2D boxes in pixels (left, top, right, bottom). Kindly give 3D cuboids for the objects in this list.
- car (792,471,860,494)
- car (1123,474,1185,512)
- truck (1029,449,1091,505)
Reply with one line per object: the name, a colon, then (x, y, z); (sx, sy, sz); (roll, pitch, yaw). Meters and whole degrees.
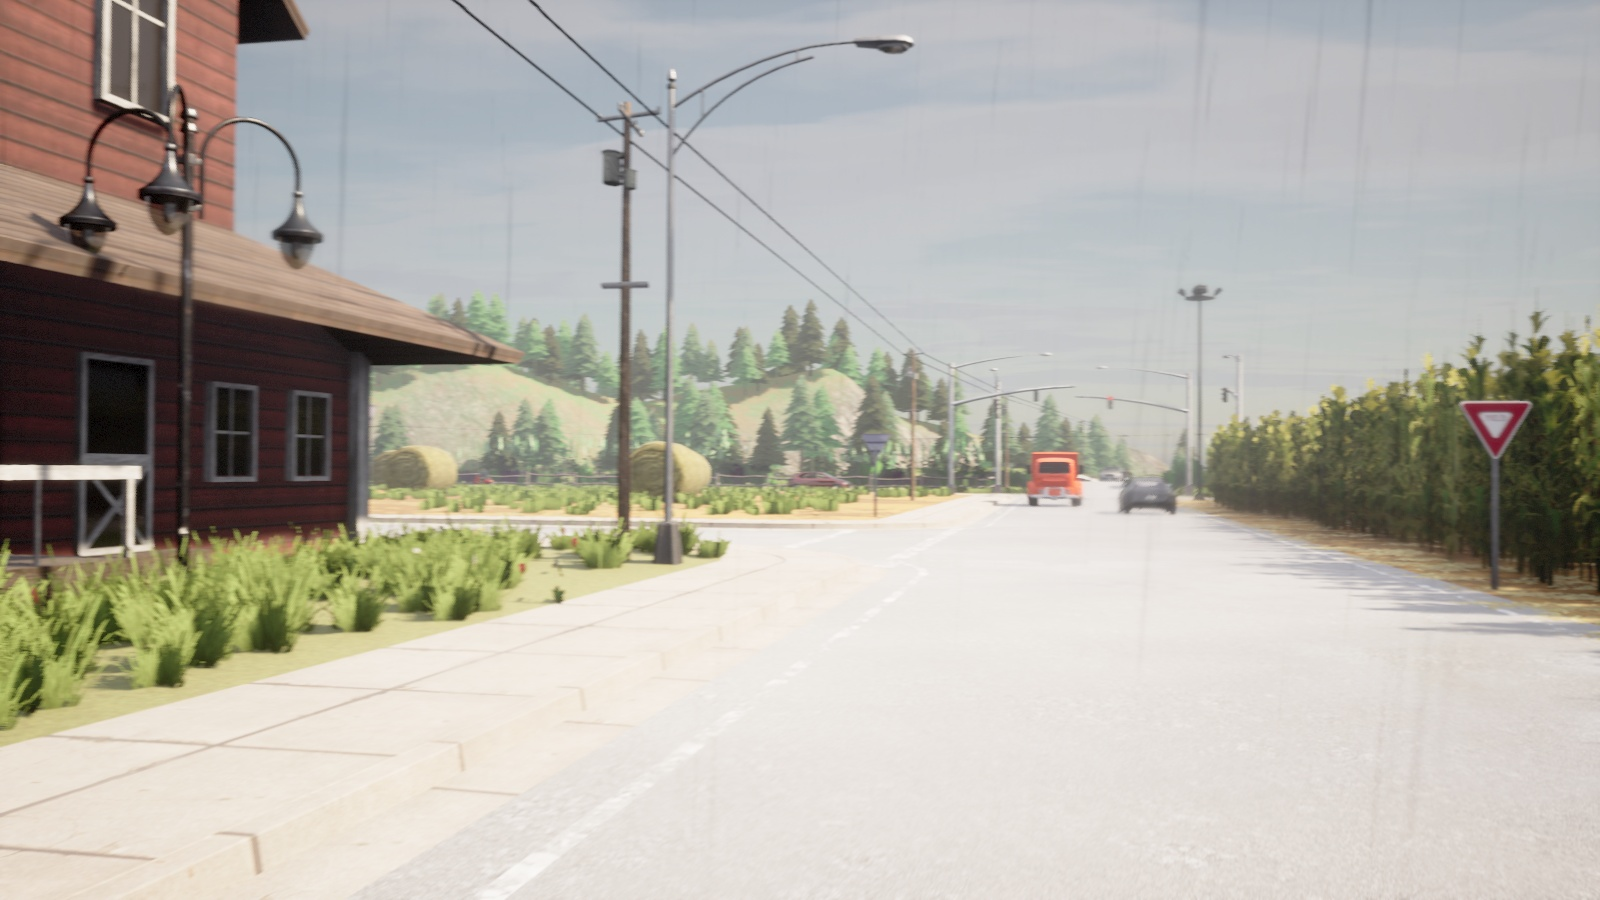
car: (1.733, 2.145, 83.683); (4.193, 1.474, 1.816); (0, -1, 15)
car: (13.512, 1.629, 48.135); (1.994, 1.385, 4.181); (0, -1, 12)
truck: (11.966, 1.236, 57.714); (2.627, 2.467, 5.204); (0, -1, 12)
